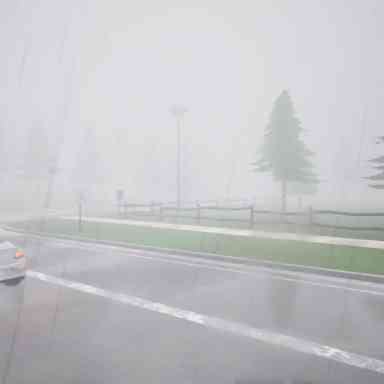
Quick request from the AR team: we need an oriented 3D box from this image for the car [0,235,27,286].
[{"bbox_3d":[-5.847,1.526,8.114,4.674,1.442,1.812,0,0,36],"label":"car"}]
